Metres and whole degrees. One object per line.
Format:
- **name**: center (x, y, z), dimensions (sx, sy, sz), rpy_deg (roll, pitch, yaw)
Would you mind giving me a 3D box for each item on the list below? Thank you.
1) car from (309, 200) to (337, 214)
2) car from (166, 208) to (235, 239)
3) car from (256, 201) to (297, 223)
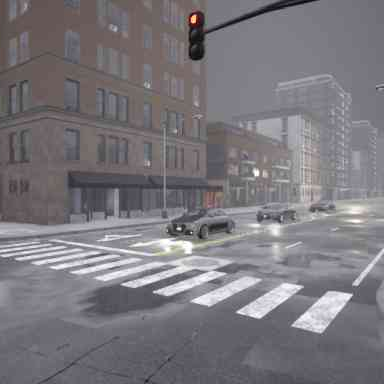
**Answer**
- **car**: center (14.519, 1.566, 36.665), dimensions (2.033, 1.411, 5.357), rpy_deg (0, 0, 36)
- **car**: center (0.551, 1.569, 17.392), dimensions (1.994, 1.385, 4.181), rpy_deg (0, 0, 36)
- **car**: center (6.643, 1.513, 25.810), dimensions (1.837, 1.490, 4.892), rpy_deg (0, 0, 36)
